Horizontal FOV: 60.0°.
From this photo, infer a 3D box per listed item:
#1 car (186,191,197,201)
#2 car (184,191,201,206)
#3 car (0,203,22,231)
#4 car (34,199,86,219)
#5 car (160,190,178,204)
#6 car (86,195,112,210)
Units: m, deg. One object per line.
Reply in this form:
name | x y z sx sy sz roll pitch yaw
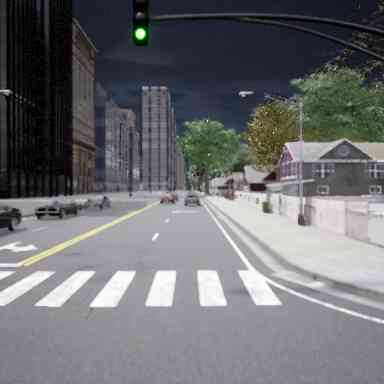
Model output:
car | -0.091 0.687 56.241 1.837 1.490 4.892 0 1 0
car | 0.034 0.876 41.349 2.128 1.511 4.902 0 1 0
car | -9.849 1.257 15.480 2.128 1.511 4.902 0 1 1
car | -9.831 1.233 24.801 1.895 1.301 4.718 0 1 1
car | -3.323 0.857 45.468 1.812 1.442 4.674 0 1 0
car | -9.805 1.013 34.911 1.812 1.442 4.674 0 1 0
